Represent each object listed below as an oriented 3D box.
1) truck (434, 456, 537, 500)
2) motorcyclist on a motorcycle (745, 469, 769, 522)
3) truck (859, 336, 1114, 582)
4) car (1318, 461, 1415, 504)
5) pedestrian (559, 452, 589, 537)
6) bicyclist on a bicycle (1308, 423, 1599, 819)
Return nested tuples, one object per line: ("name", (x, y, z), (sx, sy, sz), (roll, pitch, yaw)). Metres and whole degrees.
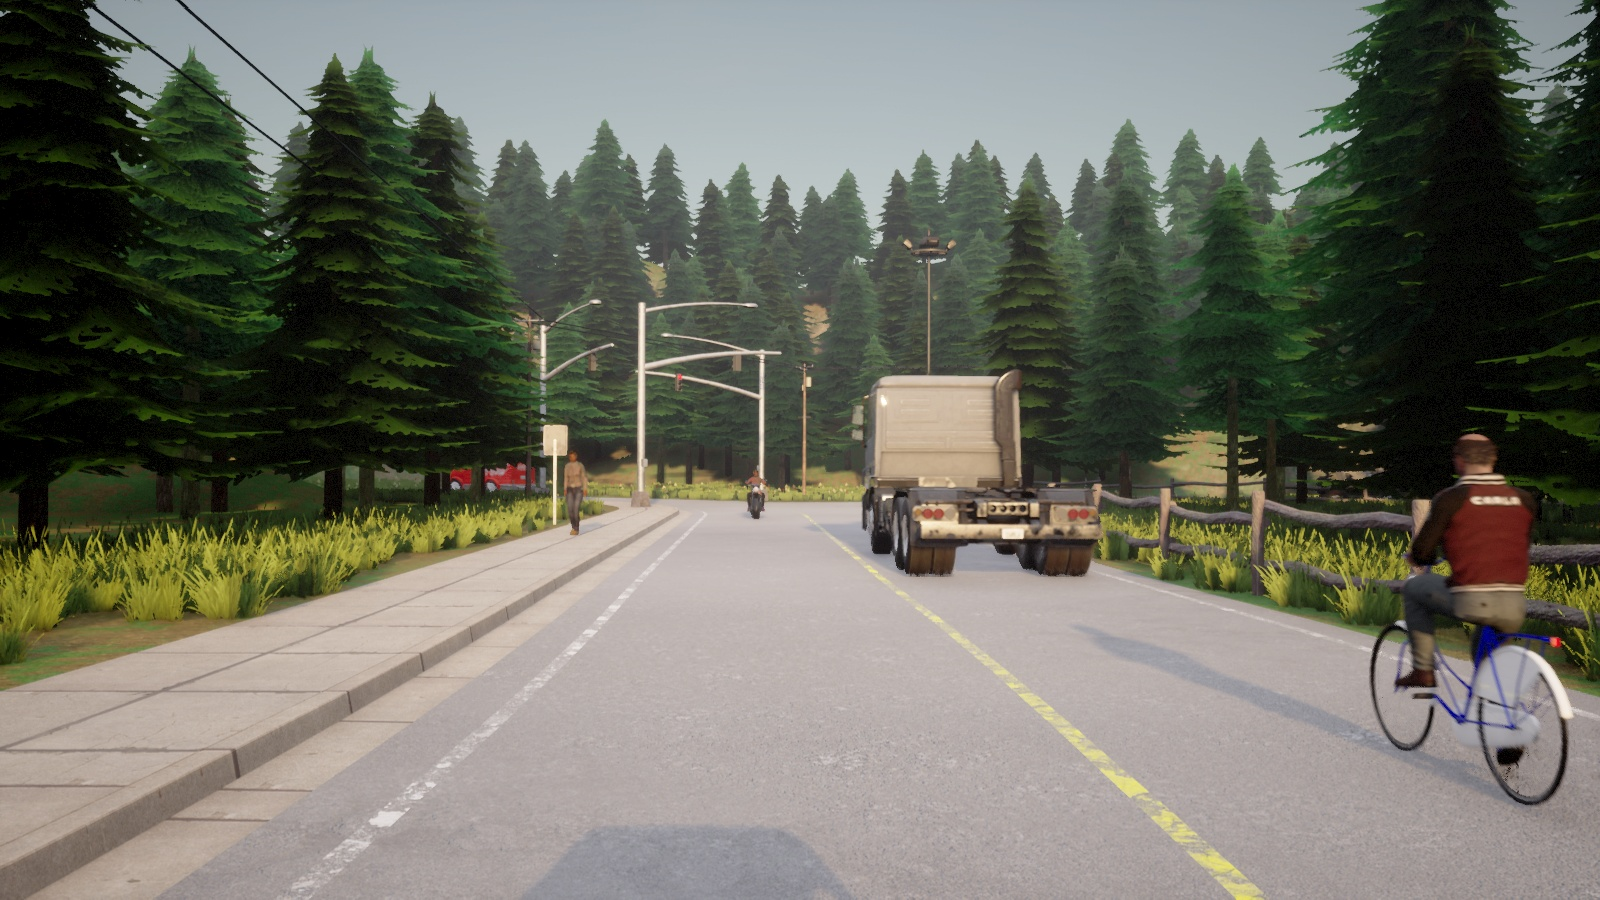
("truck", (-18.102, 1.591, 72.252), (5.204, 2.467, 2.627), (-1, -1, 23))
("motorcyclist on a motorcycle", (-1.411, 1.446, 40.773), (0.766, 1.649, 2.350), (0, -1, -3))
("truck", (2.827, 0.184, 21.692), (2.891, 3.462, 7.936), (0, -1, -2))
("car", (26.081, 1.487, 57.841), (3.866, 1.878, 1.905), (-1, -1, 30))
("pedestrian", (-4.846, 0.946, 26.999), (0.328, 1.805, 0.869), (0, -1, 12))
("bicyclist on a bicycle", (3.382, 0.779, 6.570), (0.659, 1.776, 1.843), (0, -1, -1))
